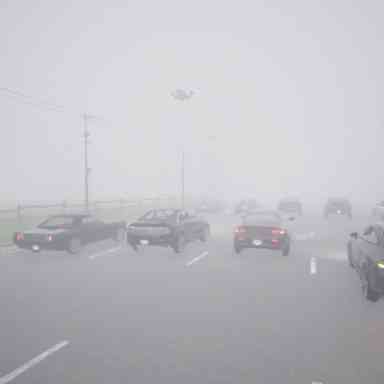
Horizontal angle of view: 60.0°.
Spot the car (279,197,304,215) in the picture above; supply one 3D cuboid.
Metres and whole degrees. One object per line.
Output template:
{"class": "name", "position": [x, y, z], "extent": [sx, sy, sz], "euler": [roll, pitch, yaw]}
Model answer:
{"class": "car", "position": [8.550, 1.125, 28.648], "extent": [1.882, 1.535, 5.008], "euler": [0, 0, 20]}

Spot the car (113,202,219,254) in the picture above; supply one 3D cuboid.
{"class": "car", "position": [-0.719, 1.379, 13.084], "extent": [2.128, 1.511, 4.902], "euler": [0, 1, 20]}

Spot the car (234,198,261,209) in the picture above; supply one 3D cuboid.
{"class": "car", "position": [5.026, 1.243, 29.184], "extent": [1.994, 1.385, 4.181], "euler": [0, 1, 20]}

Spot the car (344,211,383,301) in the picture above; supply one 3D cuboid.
{"class": "car", "position": [4.746, 1.407, 7.574], "extent": [1.812, 1.442, 4.674], "euler": [0, 1, 20]}

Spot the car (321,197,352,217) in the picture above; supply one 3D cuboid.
{"class": "car", "position": [11.429, 1.143, 26.302], "extent": [1.837, 1.490, 4.892], "euler": [0, 0, 20]}

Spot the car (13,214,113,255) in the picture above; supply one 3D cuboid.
{"class": "car", "position": [-4.422, 1.527, 13.119], "extent": [1.895, 1.301, 4.718], "euler": [0, 1, 20]}

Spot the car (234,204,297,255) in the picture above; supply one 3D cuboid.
{"class": "car", "position": [2.831, 1.381, 12.619], "extent": [1.812, 1.442, 4.674], "euler": [0, 1, 20]}

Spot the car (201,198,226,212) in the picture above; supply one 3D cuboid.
{"class": "car", "position": [1.750, 1.266, 30.421], "extent": [1.994, 1.385, 4.181], "euler": [0, 1, 20]}

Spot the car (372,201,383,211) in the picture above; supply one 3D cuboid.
{"class": "car", "position": [14.225, 1.235, 23.721], "extent": [1.895, 1.301, 4.718], "euler": [0, 1, 20]}
